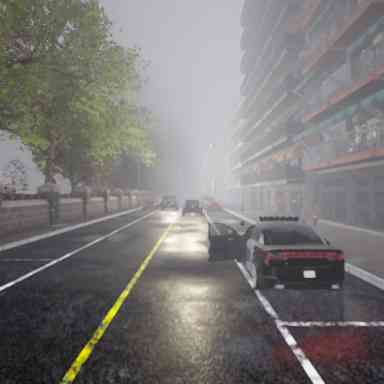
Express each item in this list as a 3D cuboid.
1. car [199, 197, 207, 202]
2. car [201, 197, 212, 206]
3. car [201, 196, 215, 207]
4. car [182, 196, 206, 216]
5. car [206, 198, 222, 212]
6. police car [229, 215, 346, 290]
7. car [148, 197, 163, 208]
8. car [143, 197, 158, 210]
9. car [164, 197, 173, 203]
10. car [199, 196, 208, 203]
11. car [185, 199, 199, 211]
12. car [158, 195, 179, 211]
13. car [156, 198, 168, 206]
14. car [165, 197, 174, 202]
[{"bbox_3d":[2.718,1.968,85.614,1.947,1.339,4.313,0,0,0],"label":"car"},{"bbox_3d":[2.710,1.723,63.094,1.967,1.590,4.097,0,0,0],"label":"car"},{"bbox_3d":[2.708,1.570,57.463,2.192,1.841,5.009,0,0,0],"label":"car"},{"bbox_3d":[0.076,1.498,35.050,2.097,1.767,4.553,0,0,0],"label":"car"},{"bbox_3d":[2.704,1.717,40.573,1.887,1.381,4.507,0,0,0],"label":"car"},{"bbox_3d":[2.371,1.462,9.293,1.930,1.638,5.238,0,0,0],"label":"police car"},{"bbox_3d":[-5.674,1.667,51.834,1.967,1.590,4.097,0,0,0],"label":"car"},{"bbox_3d":[-5.676,1.639,46.206,1.967,1.590,4.097,0,0,0],"label":"car"},{"bbox_3d":[-5.664,1.895,79.816,1.752,1.417,4.829,0,0,0],"label":"car"},{"bbox_3d":[2.716,1.811,79.984,1.967,1.590,4.097,0,0,0],"label":"car"},{"bbox_3d":[0.032,1.703,45.750,1.837,1.490,4.892,0,0,0],"label":"car"},{"bbox_3d":[-2.997,1.423,45.575,2.150,2.045,5.566,0,-1,0],"label":"car"},{"bbox_3d":[-5.669,1.834,63.095,2.008,1.369,4.403,0,0,0],"label":"car"},{"bbox_3d":[-5.662,1.953,85.616,2.008,1.369,4.403,0,0,0],"label":"car"}]
